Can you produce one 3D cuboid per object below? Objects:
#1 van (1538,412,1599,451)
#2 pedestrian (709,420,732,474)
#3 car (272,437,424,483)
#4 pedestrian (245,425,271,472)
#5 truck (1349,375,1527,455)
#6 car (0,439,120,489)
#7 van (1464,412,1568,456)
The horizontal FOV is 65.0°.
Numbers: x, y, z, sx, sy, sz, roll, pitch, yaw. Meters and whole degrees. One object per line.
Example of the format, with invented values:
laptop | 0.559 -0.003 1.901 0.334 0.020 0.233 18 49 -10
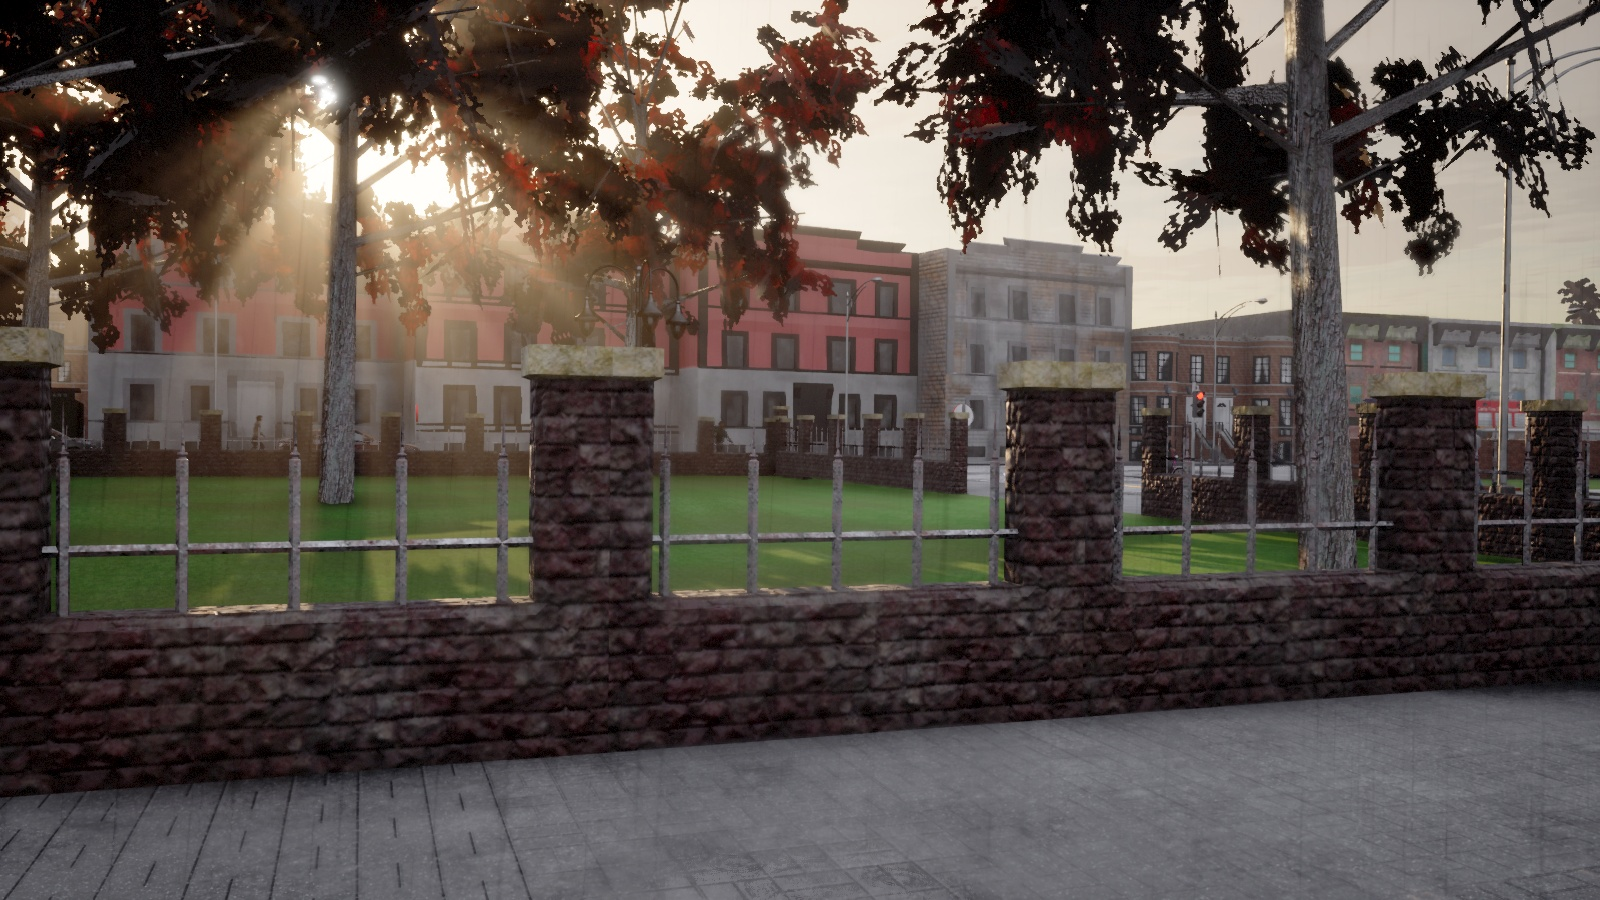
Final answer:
van | 41.292 -0.970 66.074 4.442 1.987 1.775 -1 1 -19
pedestrian | -2.863 -0.117 45.215 0.423 1.949 0.788 -1 1 -39
car | -15.118 0.301 42.160 4.674 1.442 1.812 -1 1 -19
pedestrian | -21.155 -0.061 49.022 0.869 1.805 0.328 -1 1 -29
truck | 31.920 -1.733 62.809 8.468 3.827 2.891 -1 1 -19
car | -24.059 0.428 39.022 4.892 1.490 1.837 -1 1 -19
van | 33.758 -0.777 59.225 4.442 1.987 1.775 -1 1 -19
